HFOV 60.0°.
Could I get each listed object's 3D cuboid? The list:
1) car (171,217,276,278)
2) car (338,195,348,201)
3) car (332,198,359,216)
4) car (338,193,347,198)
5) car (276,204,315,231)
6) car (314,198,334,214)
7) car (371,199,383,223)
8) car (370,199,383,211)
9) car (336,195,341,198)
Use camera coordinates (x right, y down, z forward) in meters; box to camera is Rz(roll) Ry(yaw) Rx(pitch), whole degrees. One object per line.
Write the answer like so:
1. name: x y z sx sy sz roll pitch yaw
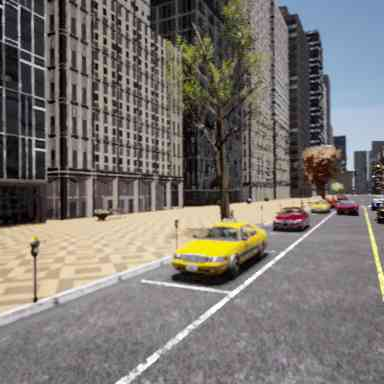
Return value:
1. car: 1.075 1.534 10.349 1.752 1.417 4.829 -1 0 27
2. car: 35.754 1.434 78.885 1.947 1.339 4.313 -1 0 27
3. car: 14.900 1.524 31.831 1.895 1.301 4.718 -1 0 27
4. car: 33.257 1.189 73.957 2.192 1.841 5.009 -1 0 27
5. car: 6.148 1.563 20.375 1.802 1.307 4.206 -1 0 27
6. car: 13.564 1.469 35.032 1.752 1.417 4.829 -1 0 27
7. car: 14.449 1.404 24.065 2.128 1.511 4.902 -1 0 27
8. car: 21.921 1.476 38.803 1.895 1.301 4.718 -1 0 27
9. car: 18.637 1.465 45.057 1.887 1.381 4.507 -1 0 27
